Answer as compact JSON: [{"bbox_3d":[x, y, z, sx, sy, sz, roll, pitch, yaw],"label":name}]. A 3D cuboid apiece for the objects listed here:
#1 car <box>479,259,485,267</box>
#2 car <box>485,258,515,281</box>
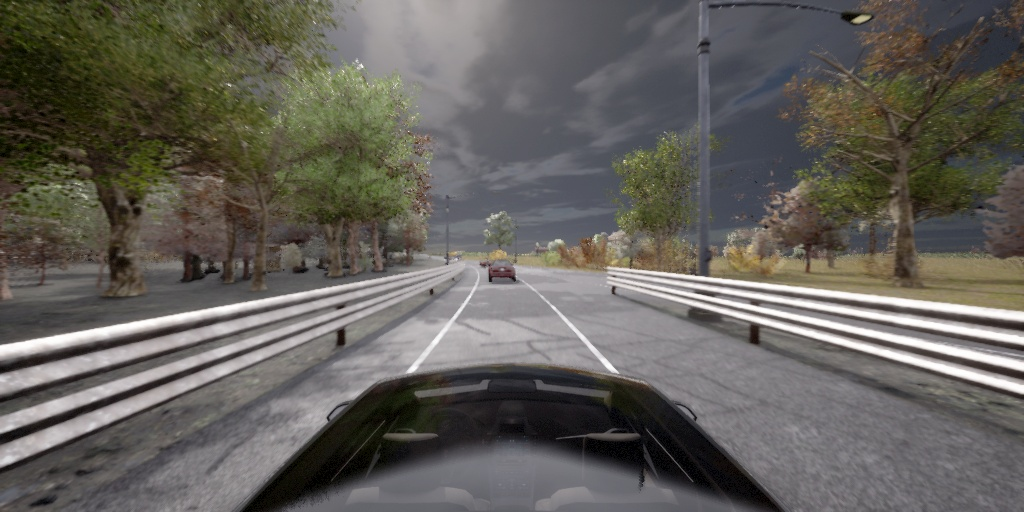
[{"bbox_3d":[-4.697,1.248,62.078,1.895,1.301,4.718,0,0,-10],"label":"car"},{"bbox_3d":[-0.931,1.070,29.616,2.097,1.767,4.553,0,0,-4],"label":"car"}]
